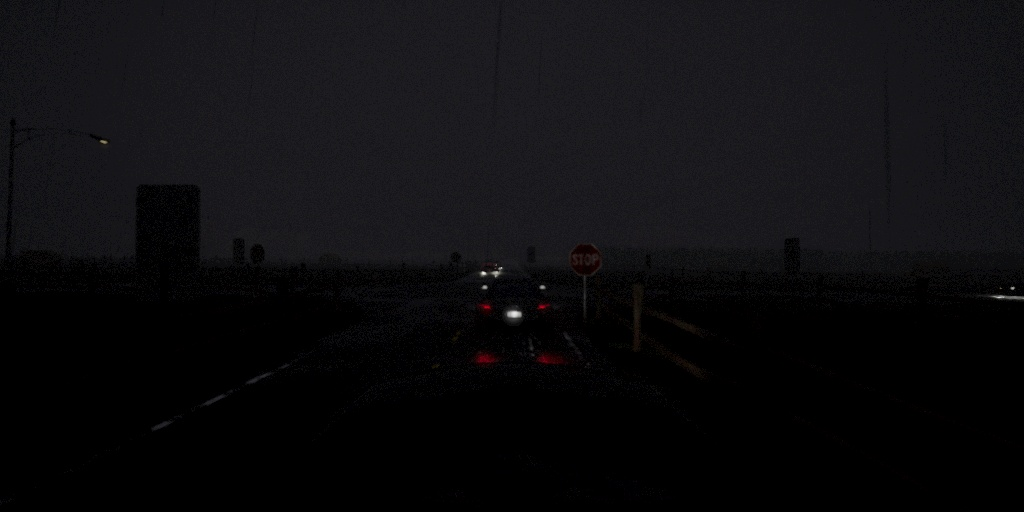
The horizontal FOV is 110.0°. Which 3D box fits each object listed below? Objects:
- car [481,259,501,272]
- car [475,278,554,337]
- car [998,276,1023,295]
[{"bbox_3d":[-2.902,1.148,47.501,2.097,1.767,4.553,0,0,0],"label":"car"},{"bbox_3d":[0.054,1.320,10.296,1.994,1.385,4.181,0,0,0],"label":"car"},{"bbox_3d":[33.285,1.754,22.134,4.892,1.490,1.837,1,-1,-1],"label":"car"}]
